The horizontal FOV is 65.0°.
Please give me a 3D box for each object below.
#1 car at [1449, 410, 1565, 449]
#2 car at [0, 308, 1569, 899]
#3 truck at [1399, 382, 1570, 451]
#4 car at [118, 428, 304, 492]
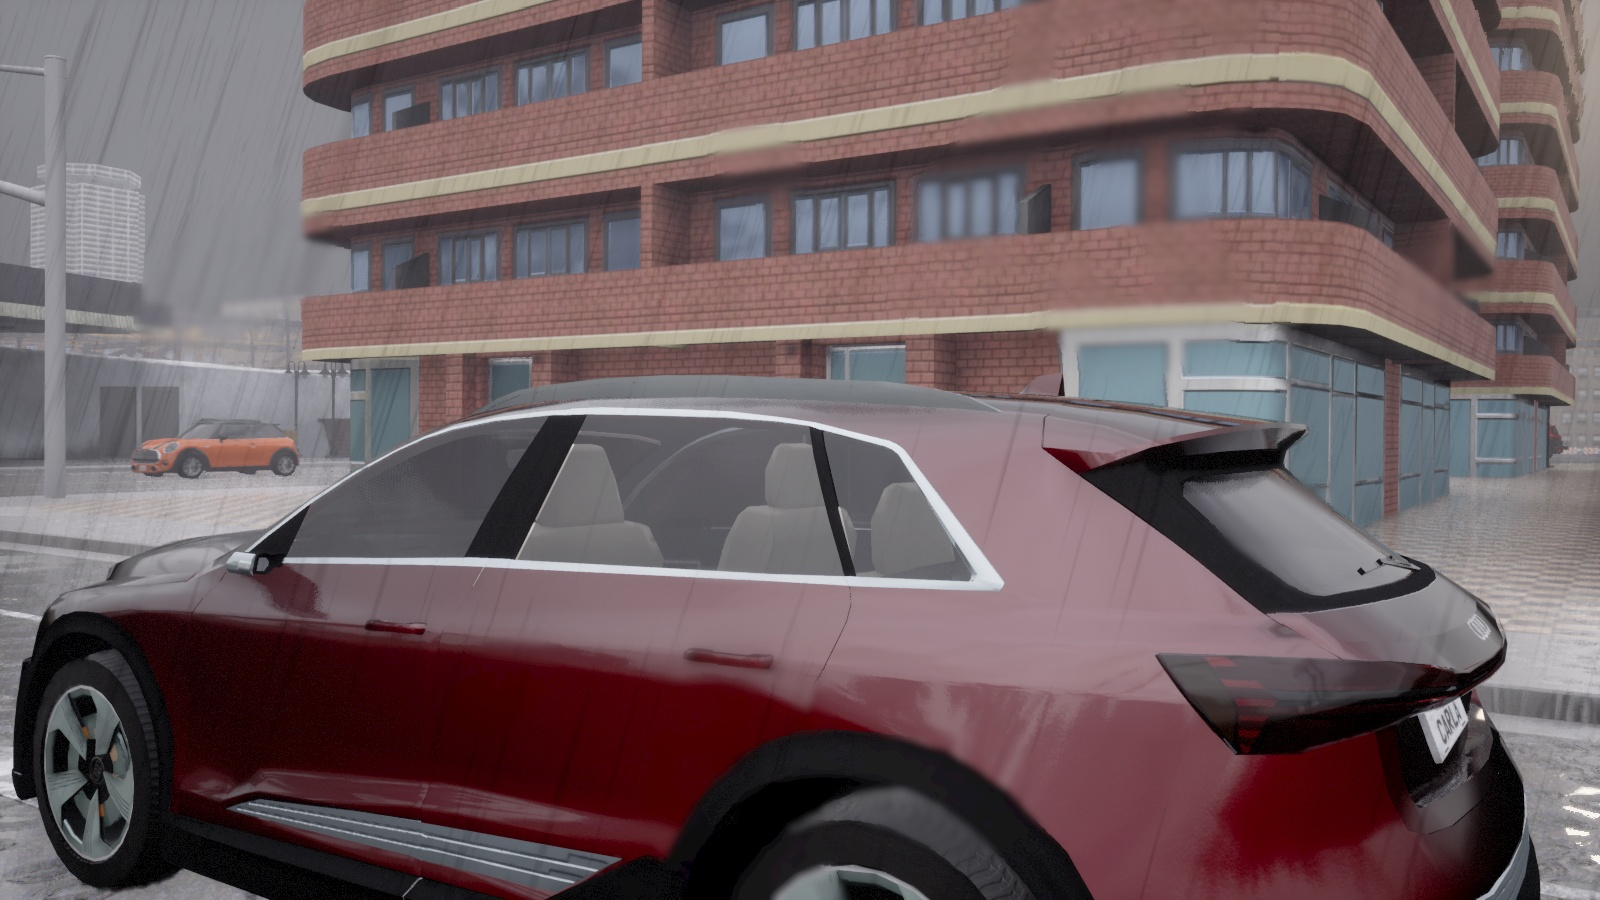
[{"bbox_3d":[40.024,-1.148,71.135,5.566,2.045,2.150,-1,0,34],"label":"car"},{"bbox_3d":[-0.483,0.612,3.940,4.856,1.649,2.033,0,1,34],"label":"car"},{"bbox_3d":[37.375,-1.777,68.680,7.936,3.462,2.891,-1,0,34],"label":"truck"},{"bbox_3d":[-17.405,0.238,37.327,2.097,1.767,4.553,0,1,33],"label":"car"}]
